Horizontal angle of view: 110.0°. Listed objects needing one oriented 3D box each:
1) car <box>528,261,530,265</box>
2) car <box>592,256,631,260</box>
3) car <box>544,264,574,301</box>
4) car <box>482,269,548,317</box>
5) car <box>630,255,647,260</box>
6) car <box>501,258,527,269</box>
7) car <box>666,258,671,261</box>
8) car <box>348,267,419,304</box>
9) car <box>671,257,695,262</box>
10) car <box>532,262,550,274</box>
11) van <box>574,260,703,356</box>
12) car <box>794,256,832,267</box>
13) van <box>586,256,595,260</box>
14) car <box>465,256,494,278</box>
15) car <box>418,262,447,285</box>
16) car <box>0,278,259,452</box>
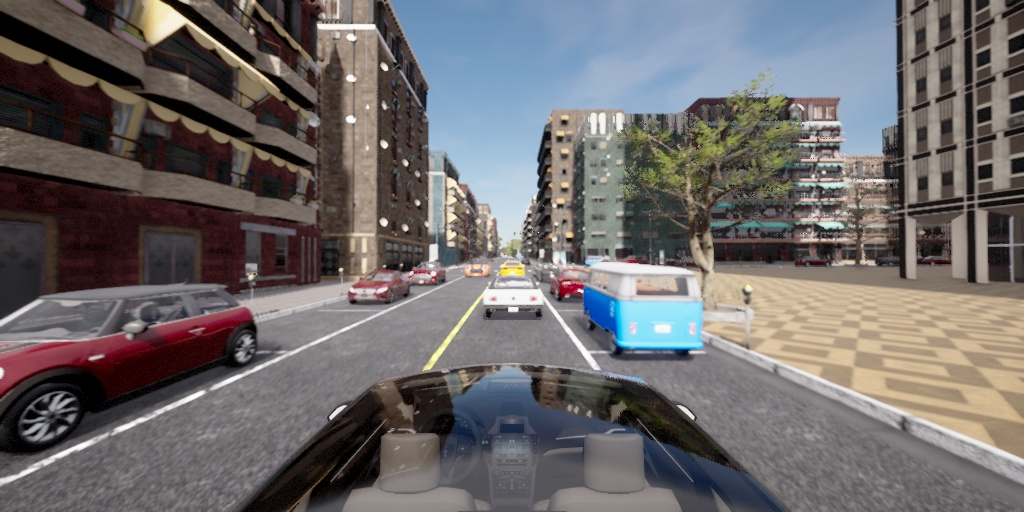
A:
[{"bbox_3d":[2.815,1.228,32.797,2.007,1.370,4.403,0,0,0],"label":"car"},{"bbox_3d":[13.699,1.043,49.426,4.207,1.307,1.802,0,0,0],"label":"car"},{"bbox_3d":[2.772,1.259,16.797,1.888,1.381,4.507,0,0,0],"label":"car"},{"bbox_3d":[0.059,1.324,13.076,1.895,1.301,4.718,0,0,0],"label":"car"},{"bbox_3d":[19.287,0.835,57.767,5.009,1.841,2.192,0,0,0],"label":"car"},{"bbox_3d":[0.068,1.161,30.325,1.882,1.535,5.008,0,0,0],"label":"car"},{"bbox_3d":[24.815,1.023,57.728,4.507,1.381,1.888,0,0,0],"label":"car"},{"bbox_3d":[-5.771,1.298,16.086,1.802,1.307,4.207,0,0,0],"label":"car"},{"bbox_3d":[24.754,0.815,49.348,4.097,1.591,1.967,0,0,0],"label":"car"},{"bbox_3d":[2.816,1.241,27.227,2.007,1.370,4.403,0,0,0],"label":"car"},{"bbox_3d":[2.718,1.075,8.336,1.690,1.789,3.998,0,0,0],"label":"van"},{"bbox_3d":[41.336,0.690,49.232,4.097,1.591,1.967,0,0,0],"label":"car"},{"bbox_3d":[13.760,0.904,57.806,3.998,1.789,1.690,0,0,0],"label":"van"},{"bbox_3d":[-3.074,1.028,33.207,2.097,1.767,4.553,0,0,0],"label":"car"},{"bbox_3d":[-5.823,1.136,24.990,1.967,1.591,4.097,0,0,0],"label":"car"},{"bbox_3d":[-5.695,1.182,4.947,1.967,1.591,4.097,0,0,0],"label":"car"}]
